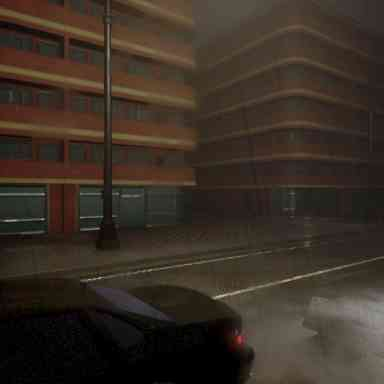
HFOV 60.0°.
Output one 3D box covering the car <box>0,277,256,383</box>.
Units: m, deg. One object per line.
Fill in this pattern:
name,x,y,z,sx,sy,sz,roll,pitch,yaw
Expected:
car,-1.886,1.547,2.641,5.357,1.411,2.033,0,0,-36
